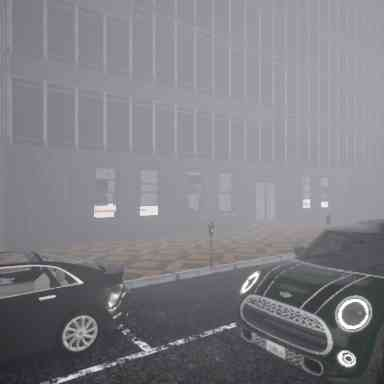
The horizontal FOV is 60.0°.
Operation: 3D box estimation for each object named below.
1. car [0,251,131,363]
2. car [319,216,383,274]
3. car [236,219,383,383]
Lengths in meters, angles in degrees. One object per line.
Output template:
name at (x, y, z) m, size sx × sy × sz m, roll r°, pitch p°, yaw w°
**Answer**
car at (-2.993, 1.551, 4.424) m, size 4.403 × 1.369 × 2.008 m, roll 0°, pitch 0°, yaw -36°
car at (6.259, 1.582, 11.057) m, size 4.206 × 1.307 × 1.802 m, roll 0°, pitch 0°, yaw -36°
car at (2.859, 1.352, 5.432) m, size 4.553 × 1.767 × 2.097 m, roll 0°, pitch 0°, yaw -36°
